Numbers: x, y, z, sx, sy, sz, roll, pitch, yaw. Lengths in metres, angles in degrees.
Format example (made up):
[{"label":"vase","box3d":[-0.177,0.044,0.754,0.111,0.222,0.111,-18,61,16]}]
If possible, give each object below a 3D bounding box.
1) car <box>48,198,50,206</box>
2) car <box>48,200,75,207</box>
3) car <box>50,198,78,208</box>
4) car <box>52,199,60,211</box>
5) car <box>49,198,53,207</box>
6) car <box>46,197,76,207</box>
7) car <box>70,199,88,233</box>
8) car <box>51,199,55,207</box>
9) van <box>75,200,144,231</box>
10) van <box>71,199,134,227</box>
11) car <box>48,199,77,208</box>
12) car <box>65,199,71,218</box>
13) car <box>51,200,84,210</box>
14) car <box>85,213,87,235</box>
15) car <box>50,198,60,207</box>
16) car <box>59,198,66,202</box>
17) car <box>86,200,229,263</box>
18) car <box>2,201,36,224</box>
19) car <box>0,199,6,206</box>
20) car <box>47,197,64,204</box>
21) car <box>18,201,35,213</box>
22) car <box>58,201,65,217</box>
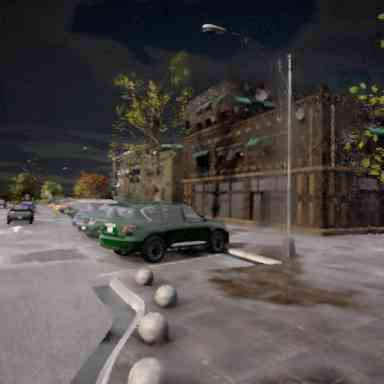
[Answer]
[{"label":"car","box3d":[-19.677,2.162,53.359,5.008,1.535,2.097,3,-1,-45]},{"label":"car","box3d":[-27.174,2.381,69.440,2.002,1.452,4.674,0,-2,45]},{"label":"car","box3d":[-24.646,2.157,64.102,4.553,1.767,2.185,3,-2,-45]},{"label":"car","box3d":[-14.684,2.072,42.601,2.163,1.488,4.792,0,-2,45]},{"label":"car","box3d":[-18.296,2.136,50.807,5.366,1.575,1.946,3,-2,-45]},{"label":"car","box3d":[-28.404,2.121,72.153,5.566,2.045,2.435,3,-2,-45]},{"label":"car","box3d":[-3.423,1.519,18.475,5.566,2.045,2.435,3,-2,-45]},{"label":"car","box3d":[-15.796,2.076,45.445,5.366,1.575,1.946,3,-2,-45]},{"label":"van","box3d":[-5.829,1.610,23.947,4.442,1.987,1.878,3,-2,-45]},{"label":"van","box3d":[-7.079,1.641,26.629,1.878,1.987,4.442,0,-2,45]},{"label":"car","box3d":[-25.919,2.312,66.763,4.892,1.521,2.231,3,-2,-45]},{"label":"car","box3d":[-4.673,1.549,21.158,5.566,2.045,2.435,3,-2,-45]},{"label":"car","box3d":[-20.907,2.223,56.058,4.792,1.488,2.163,3,-2,-45]},{"label":"car","box3d":[-2.169,1.769,15.784,2.163,1.488,4.792,0,-2,45]},{"label":"car","box3d":[-17.169,2.102,47.986,2.097,1.535,5.008,0,-2,45]},{"label":"car","box3d":[-10.892,1.829,34.606,4.553,1.767,2.185,3,-2,-45]},{"label":"car","box3d":[-0.895,1.459,13.162,5.566,2.045,2.435,3,-2,-45]},{"label":"car","box3d":[-14.305,1.801,27.890,2.128,1.511,4.902,1,-1,-25]},{"label":"car","box3d":[-36.424,2.146,63.253,1.812,1.442,4.674,1,-1,-25]},{"label":"car","box3d":[-22.173,2.223,58.722,4.892,1.521,2.231,3,-2,-45]},{"label":"car","box3d":[-22.090,1.973,44.581,1.882,1.535,5.008,1,-1,-25]},{"label":"car","box3d":[-9.664,1.924,31.895,2.231,1.521,4.892,0,-2,45]}]
